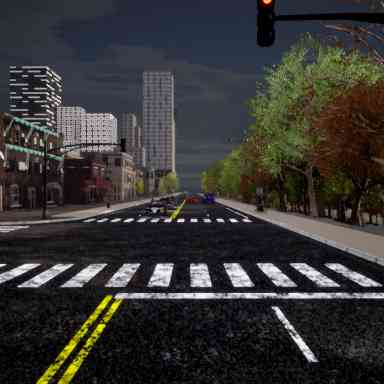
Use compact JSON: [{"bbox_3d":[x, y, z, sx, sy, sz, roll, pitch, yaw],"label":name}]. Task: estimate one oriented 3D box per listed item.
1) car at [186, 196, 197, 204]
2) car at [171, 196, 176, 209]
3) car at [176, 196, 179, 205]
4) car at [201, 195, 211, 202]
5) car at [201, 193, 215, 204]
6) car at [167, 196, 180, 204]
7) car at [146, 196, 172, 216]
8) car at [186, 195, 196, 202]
[{"bbox_3d":[-0.059,1.540,64.485,1.994,1.385,4.181,0,0,-1],"label":"car"},{"bbox_3d":[-3.449,1.490,43.032,1.837,1.490,4.892,0,0,0],"label":"car"},{"bbox_3d":[-3.467,1.486,53.172,1.837,1.490,4.892,0,0,0],"label":"car"},{"bbox_3d":[3.057,1.448,74.409,1.882,1.535,5.008,0,0,0],"label":"car"},{"bbox_3d":[3.187,1.196,63.836,2.150,2.045,5.566,0,0,0],"label":"car"},{"bbox_3d":[-3.456,1.468,63.562,2.128,1.511,4.902,0,0,1],"label":"car"},{"bbox_3d":[-3.429,1.481,32.982,2.128,1.511,4.902,0,0,0],"label":"car"},{"bbox_3d":[-0.189,1.510,74.473,2.033,1.411,5.357,0,0,0],"label":"car"}]
